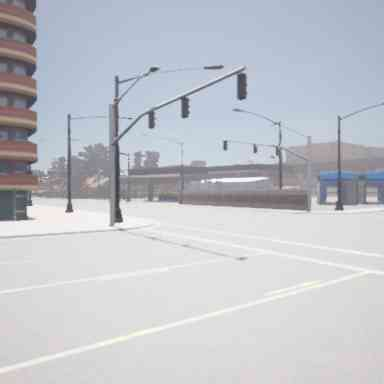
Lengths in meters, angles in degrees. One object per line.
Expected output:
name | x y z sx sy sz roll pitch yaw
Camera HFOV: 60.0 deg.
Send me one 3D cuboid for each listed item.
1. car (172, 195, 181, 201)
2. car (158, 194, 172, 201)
car | -1.790 1.349 75.831 3.806 1.475 1.970 -1 0 -35
car | -5.763 1.198 80.051 4.611 1.667 2.242 -1 0 -35
